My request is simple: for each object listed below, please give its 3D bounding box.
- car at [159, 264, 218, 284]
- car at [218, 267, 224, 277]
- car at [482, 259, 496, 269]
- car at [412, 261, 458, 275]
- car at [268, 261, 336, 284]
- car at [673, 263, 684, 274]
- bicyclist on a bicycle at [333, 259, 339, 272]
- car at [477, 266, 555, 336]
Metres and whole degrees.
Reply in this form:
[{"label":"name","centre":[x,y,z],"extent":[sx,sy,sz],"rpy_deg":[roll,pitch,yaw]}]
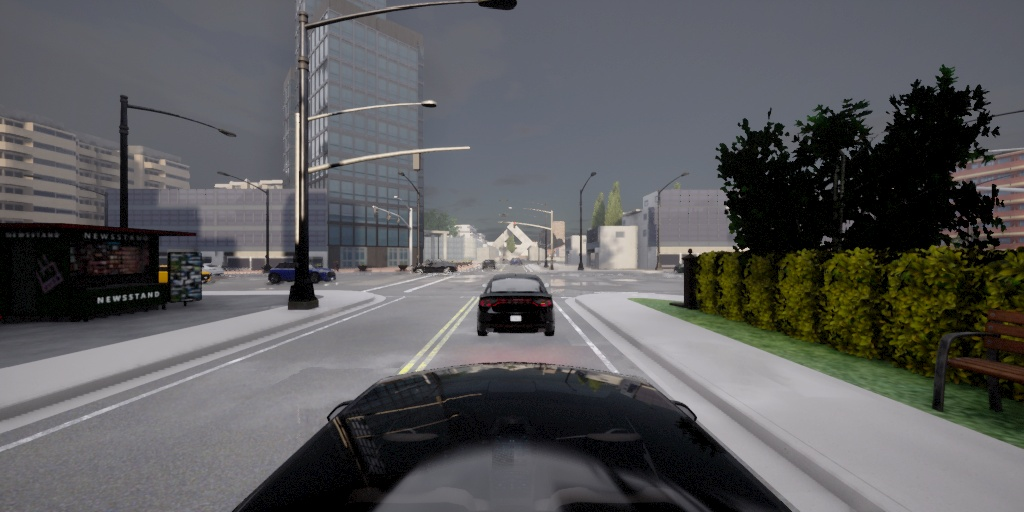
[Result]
[{"label":"car","centre":[-26.398,1.454,27.957],"extent":[5.008,1.535,1.882],"rpy_deg":[-1,0,0]},{"label":"car","centre":[-33.721,1.607,38.627],"extent":[4.674,1.442,1.812],"rpy_deg":[-1,0,0]},{"label":"car","centre":[-3.380,1.227,54.173],"extent":[1.882,1.535,5.008],"rpy_deg":[0,0,0]},{"label":"car","centre":[-8.298,1.293,38.723],"extent":[4.892,1.490,1.837],"rpy_deg":[0,0,0]},{"label":"car","centre":[-16.286,1.209,27.994],"extent":[4.553,1.767,2.097],"rpy_deg":[-1,0,0]},{"label":"car","centre":[19.988,1.057,38.837],"extent":[4.553,1.767,2.097],"rpy_deg":[0,0,0]},{"label":"bicyclist on a bicycle","centre":[-21.823,1.216,44.450],"extent":[0.582,1.620,1.656],"rpy_deg":[-1,0,0]},{"label":"car","centre":[0.109,1.228,10.391],"extent":[1.882,1.535,5.008],"rpy_deg":[0,0,1]}]
